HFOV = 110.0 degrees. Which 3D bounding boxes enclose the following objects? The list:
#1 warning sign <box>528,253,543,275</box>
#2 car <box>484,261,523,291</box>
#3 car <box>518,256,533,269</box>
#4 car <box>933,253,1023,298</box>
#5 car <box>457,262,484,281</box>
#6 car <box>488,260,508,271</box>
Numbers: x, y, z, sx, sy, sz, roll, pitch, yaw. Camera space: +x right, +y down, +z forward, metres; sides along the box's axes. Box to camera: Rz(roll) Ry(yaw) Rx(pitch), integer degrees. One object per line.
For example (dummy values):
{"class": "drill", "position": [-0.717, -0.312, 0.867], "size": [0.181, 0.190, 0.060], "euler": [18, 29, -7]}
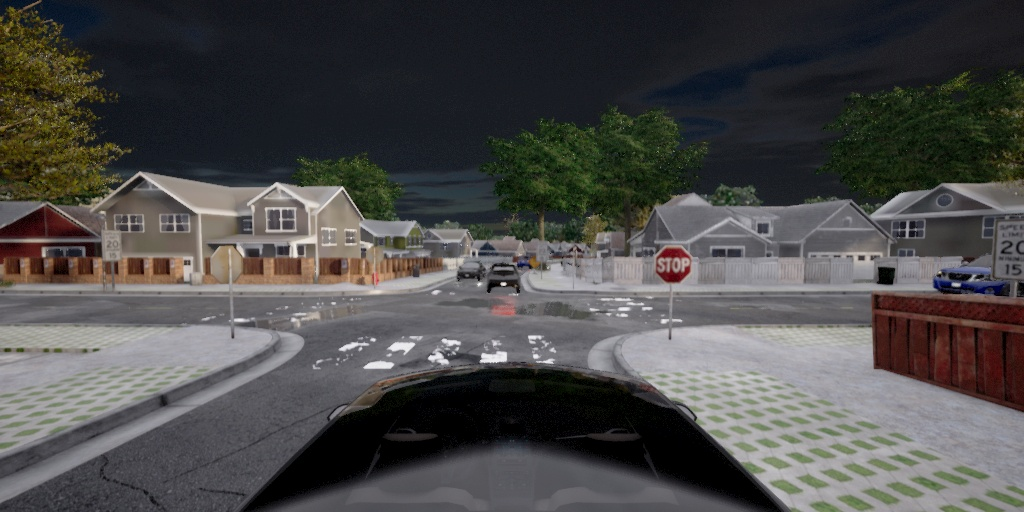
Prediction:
{"class": "warning sign", "position": [2.156, 0.868, 34.923], "size": [1.300, 1.860, 1.060], "euler": [0, 0, 3]}
{"class": "car", "position": [-0.481, 1.240, 21.501], "size": [1.837, 1.490, 4.892], "euler": [0, 0, -1]}
{"class": "car", "position": [2.200, 0.995, 57.015], "size": [2.150, 2.045, 5.566], "euler": [0, 0, 10]}
{"class": "car", "position": [21.823, 0.872, 15.514], "size": [5.566, 2.045, 2.150], "euler": [0, 3, -3]}
{"class": "car", "position": [-3.331, 1.214, 29.757], "size": [1.882, 1.535, 5.008], "euler": [0, 0, 2]}
{"class": "car", "position": [-1.851, 1.316, 49.104], "size": [1.994, 1.385, 4.181], "euler": [0, 0, 7]}
